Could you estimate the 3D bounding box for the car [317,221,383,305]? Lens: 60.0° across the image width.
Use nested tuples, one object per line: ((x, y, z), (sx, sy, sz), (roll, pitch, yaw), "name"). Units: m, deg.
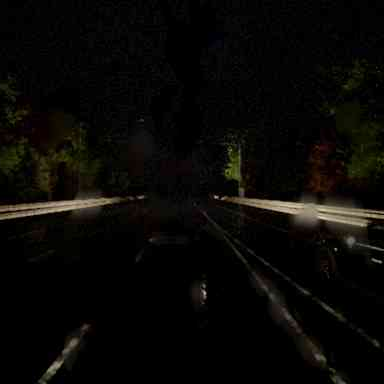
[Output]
((4.387, 1.348, 6.802), (2.097, 1.767, 4.553), (0, 0, -4), "car")
